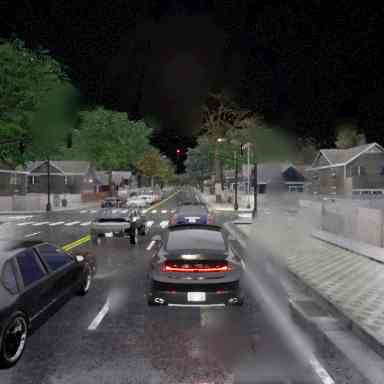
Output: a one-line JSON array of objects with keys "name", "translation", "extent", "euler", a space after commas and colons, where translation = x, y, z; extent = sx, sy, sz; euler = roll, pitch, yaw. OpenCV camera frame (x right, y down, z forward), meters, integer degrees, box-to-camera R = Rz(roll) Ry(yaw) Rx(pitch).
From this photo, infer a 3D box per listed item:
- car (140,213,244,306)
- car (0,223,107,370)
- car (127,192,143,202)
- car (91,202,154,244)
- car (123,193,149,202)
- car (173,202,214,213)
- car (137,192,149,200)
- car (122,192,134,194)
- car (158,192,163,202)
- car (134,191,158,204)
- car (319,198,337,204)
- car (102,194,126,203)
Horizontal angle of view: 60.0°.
[{"name": "car", "translation": [0.062, 1.490, 7.969], "extent": [1.837, 1.490, 4.892], "euler": [0, 0, 0]}, {"name": "car", "translation": [-3.173, 1.539, 5.624], "extent": [2.033, 1.411, 5.357], "euler": [0, 0, 0]}, {"name": "car", "translation": [-10.168, 0.844, 59.479], "extent": [2.097, 1.767, 4.553], "euler": [0, 1, 0]}, {"name": "car", "translation": [-3.236, 1.440, 15.378], "extent": [2.128, 1.511, 4.902], "euler": [0, 0, 0]}, {"name": "car", "translation": [-6.824, 1.255, 41.012], "extent": [1.812, 1.442, 4.674], "euler": [0, 1, 0]}, {"name": "car", "translation": [0.072, 1.290, 17.035], "extent": [2.097, 1.767, 4.553], "euler": [0, 0, 2]}, {"name": "car", "translation": [-10.152, 0.832, 69.151], "extent": [1.994, 1.385, 4.181], "euler": [0, 1, 0]}, {"name": "car", "translation": [-10.131, 0.983, 50.778], "extent": [2.097, 1.767, 4.553], "euler": [0, 1, 0]}, {"name": "car", "translation": [-6.920, 0.823, 60.578], "extent": [2.097, 1.767, 4.553], "euler": [0, 1, 0]}, {"name": "car", "translation": [-6.881, 0.853, 50.689], "extent": [2.150, 2.045, 5.566], "euler": [0, 1, 0]}, {"name": "car", "translation": [12.416, 1.269, 30.835], "extent": [4.674, 1.442, 1.812], "euler": [0, 1, -3]}, {"name": "car", "translation": [-10.089, 1.283, 42.090], "extent": [1.994, 1.385, 4.181], "euler": [0, 1, 0]}]
